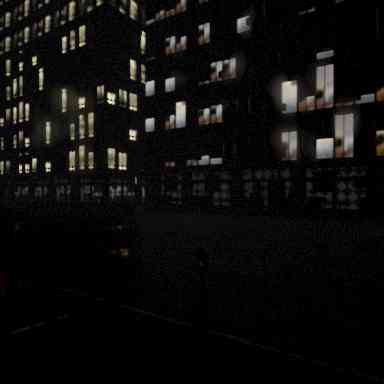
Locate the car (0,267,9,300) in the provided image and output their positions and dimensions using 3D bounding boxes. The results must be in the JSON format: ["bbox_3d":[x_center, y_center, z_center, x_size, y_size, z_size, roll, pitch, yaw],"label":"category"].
[{"bbox_3d":[-5.651,1.524,6.916,4.829,1.417,1.752,0,0,36],"label":"car"}]
